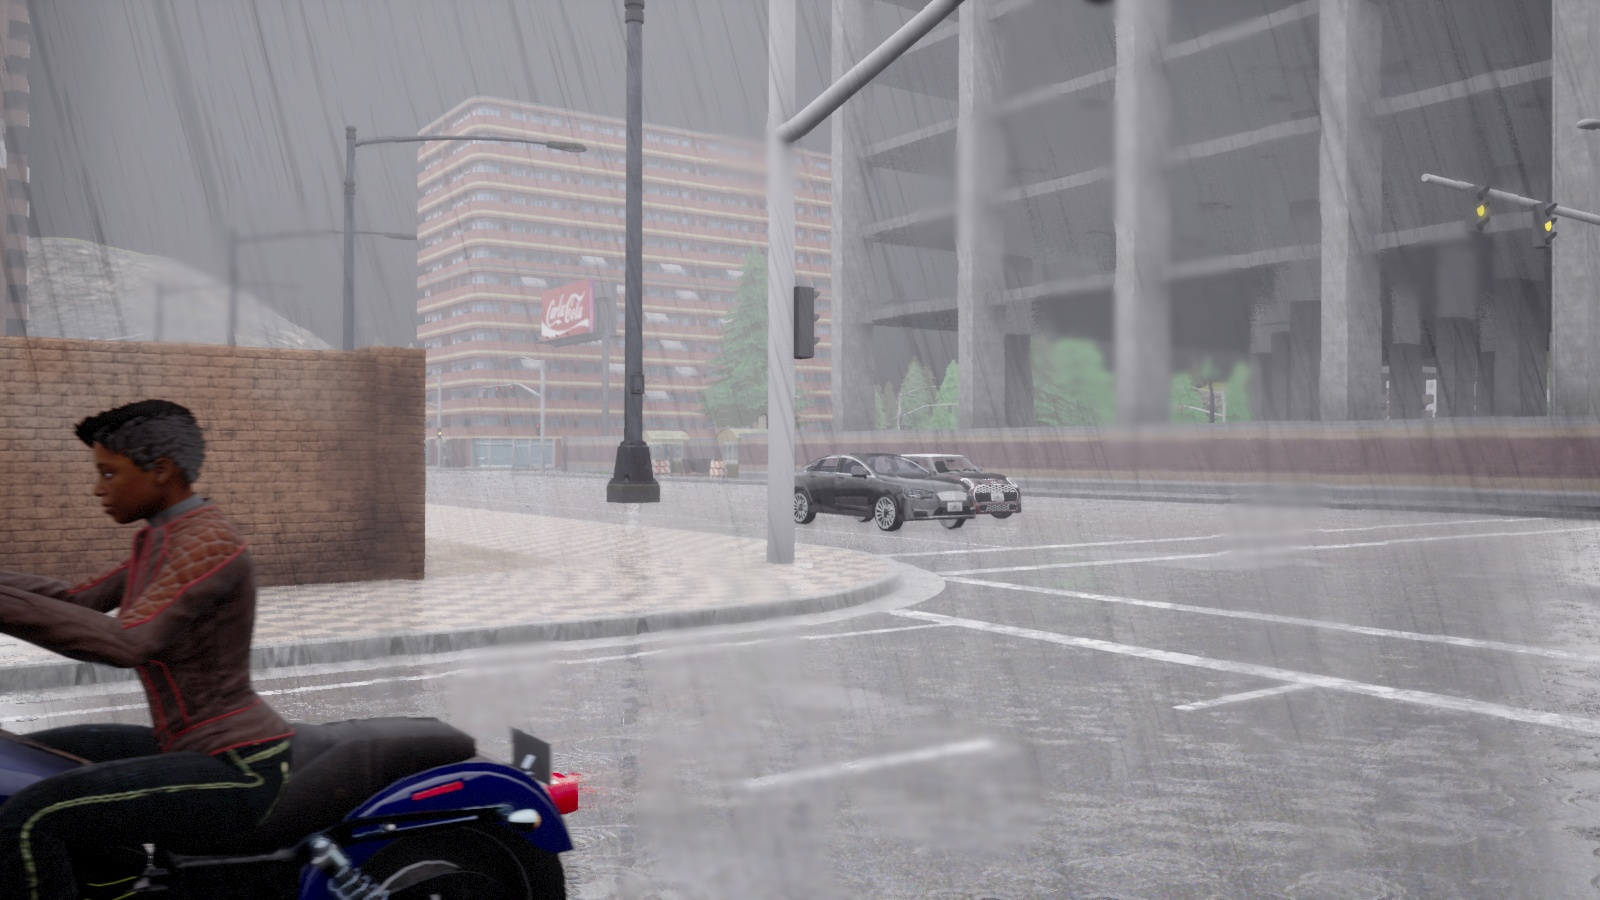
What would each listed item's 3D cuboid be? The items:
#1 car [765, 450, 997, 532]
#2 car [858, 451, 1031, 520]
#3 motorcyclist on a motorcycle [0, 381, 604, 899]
[{"bbox_3d":[1.523,0.760,25.587,2.128,1.511,4.902,0,0,-34],"label":"car"},{"bbox_3d":[3.293,0.775,29.197,1.970,1.475,3.806,0,0,-34],"label":"car"},{"bbox_3d":[-1.634,0.705,2.528,2.350,1.649,0.766,0,0,-35],"label":"motorcyclist on a motorcycle"}]
